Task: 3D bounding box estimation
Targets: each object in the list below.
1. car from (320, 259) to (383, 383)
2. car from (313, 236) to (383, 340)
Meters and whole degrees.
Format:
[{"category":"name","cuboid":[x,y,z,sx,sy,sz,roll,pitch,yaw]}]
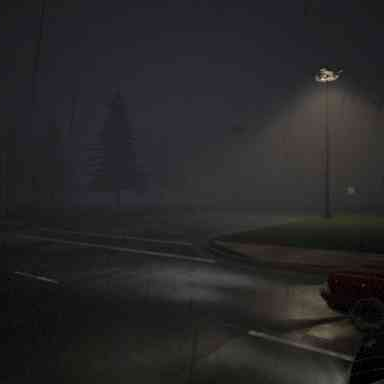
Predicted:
[{"category":"car","cuboid":[3.195,1.345,1.675,4.553,1.767,2.097,0,0,36]},{"category":"car","cuboid":[4.538,1.594,5.050,4.718,1.301,1.895,0,0,36]}]
